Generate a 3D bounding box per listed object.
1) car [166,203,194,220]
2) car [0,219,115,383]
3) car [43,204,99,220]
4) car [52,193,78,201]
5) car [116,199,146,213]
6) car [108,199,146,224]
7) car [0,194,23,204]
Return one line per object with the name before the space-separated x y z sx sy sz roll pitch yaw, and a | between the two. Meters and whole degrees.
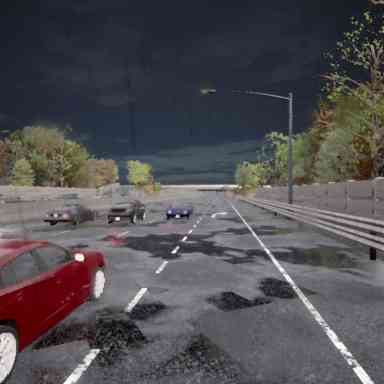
car | -0.916 1.601 28.180 1.895 1.301 4.718 0 0 5
car | -2.972 1.477 5.296 1.882 1.535 5.008 0 0 5
car | -8.366 1.547 23.477 2.033 1.411 5.357 0 0 5
car | -19.992 1.234 52.685 2.150 2.045 5.566 0 0 5
car | -6.985 1.551 38.854 2.033 1.411 5.357 0 0 5
car | -4.746 1.507 24.665 1.837 1.490 4.892 0 0 5
car | -24.311 1.358 43.805 2.097 1.767 4.553 0 0 6
